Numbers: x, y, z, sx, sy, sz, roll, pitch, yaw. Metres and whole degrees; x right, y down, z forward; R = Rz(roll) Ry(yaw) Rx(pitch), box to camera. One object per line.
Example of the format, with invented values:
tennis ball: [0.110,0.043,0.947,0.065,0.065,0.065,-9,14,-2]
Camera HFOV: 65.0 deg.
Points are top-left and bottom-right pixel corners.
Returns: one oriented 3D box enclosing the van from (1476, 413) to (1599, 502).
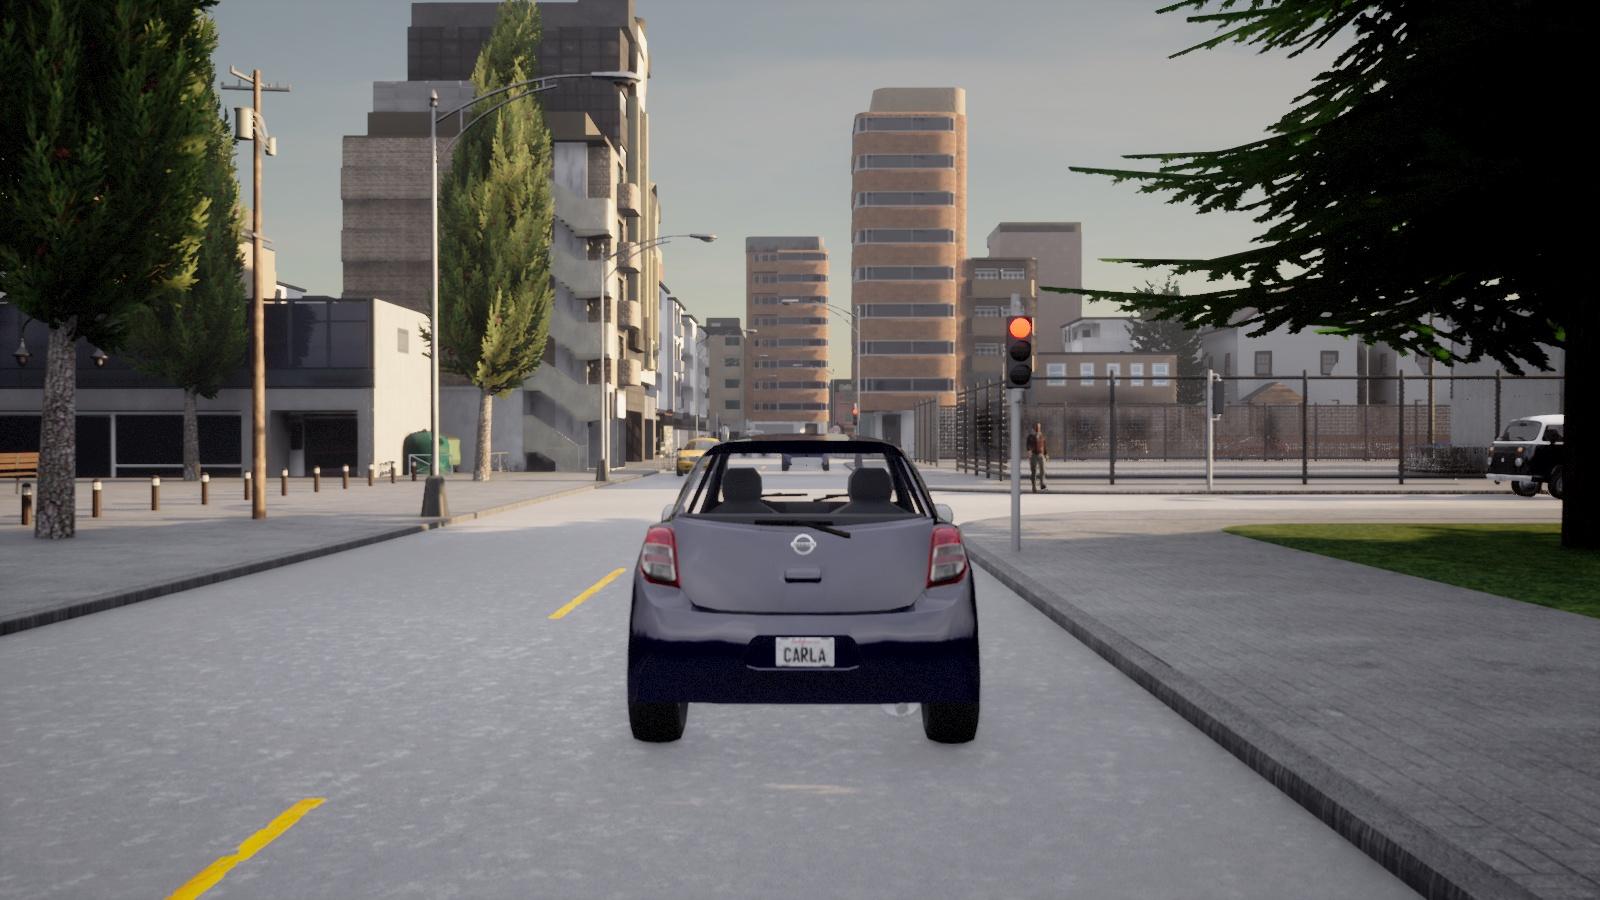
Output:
van: [18.980,0.177,30.053,4.480,2.038,2.069,0,1,-1]

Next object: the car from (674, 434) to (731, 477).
car: [-3.768,0.173,49.334,1.801,1.575,5.366,0,1,0]

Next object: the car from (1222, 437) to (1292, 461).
car: [28.831,-0.071,79.287,3.705,1.549,1.789,0,1,0]

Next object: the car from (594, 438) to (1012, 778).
car: [0.036,0.683,7.379,1.845,1.501,3.633,0,1,1]

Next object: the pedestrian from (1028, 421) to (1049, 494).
pedestrian: [6.082,0.186,32.065,0.376,1.854,0.720,0,1,-1]

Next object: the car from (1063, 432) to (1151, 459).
car: [19.351,-0.279,79.346,5.027,1.651,2.152,0,1,-1]
